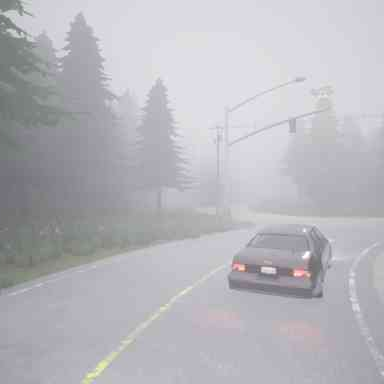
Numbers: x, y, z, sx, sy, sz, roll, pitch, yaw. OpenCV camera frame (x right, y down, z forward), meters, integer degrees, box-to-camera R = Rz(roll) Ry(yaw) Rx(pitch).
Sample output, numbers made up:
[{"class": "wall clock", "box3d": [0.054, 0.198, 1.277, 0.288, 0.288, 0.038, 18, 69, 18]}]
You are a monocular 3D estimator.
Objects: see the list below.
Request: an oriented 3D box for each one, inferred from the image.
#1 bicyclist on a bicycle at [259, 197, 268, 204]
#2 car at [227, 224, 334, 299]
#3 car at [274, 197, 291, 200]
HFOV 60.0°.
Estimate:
[{"class": "bicyclist on a bicycle", "box3d": [8.680, 1.480, 40.159, 1.656, 1.620, 0.582, 0, 0, -1]}, {"class": "car", "box3d": [2.536, 1.547, 8.645, 2.033, 1.411, 5.357, 0, 0, 25]}, {"class": "car", "box3d": [17.318, 1.588, 63.185, 1.994, 1.385, 4.181, 0, 0, 44]}]
